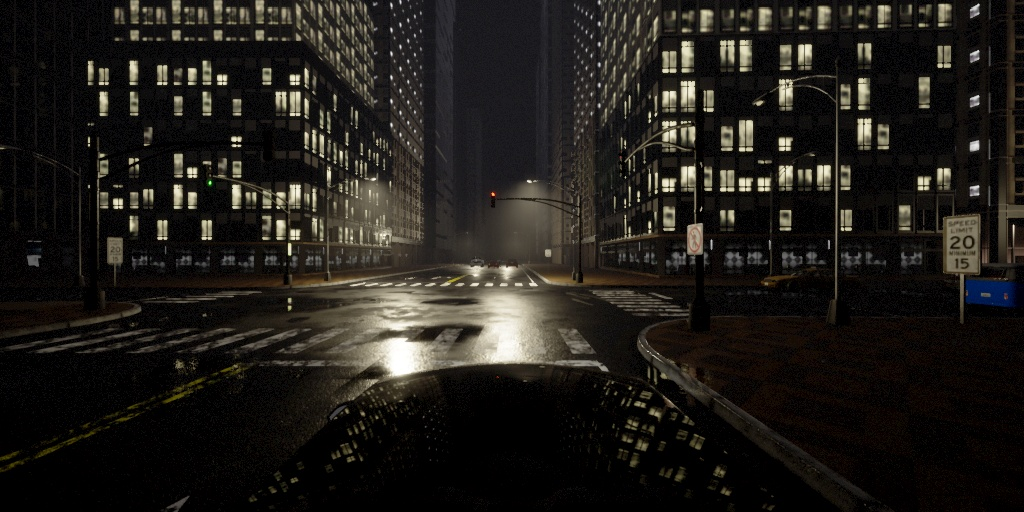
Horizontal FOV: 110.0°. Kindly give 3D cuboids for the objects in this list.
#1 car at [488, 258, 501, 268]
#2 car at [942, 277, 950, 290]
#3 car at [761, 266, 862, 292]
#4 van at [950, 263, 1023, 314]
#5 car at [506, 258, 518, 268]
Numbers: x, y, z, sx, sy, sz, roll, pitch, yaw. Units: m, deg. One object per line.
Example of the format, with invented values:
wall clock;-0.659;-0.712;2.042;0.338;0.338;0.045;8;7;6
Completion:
car;-3.240;1.460;63.220;1.895;1.301;4.718;0;0;0
car;26.925;1.356;20.117;4.207;1.307;1.802;0;0;2
car;17.091;1.293;20.603;4.829;1.417;1.751;0;0;2
van;18.360;1.119;12.431;3.998;1.789;1.690;0;0;2
car;0.011;1.213;63.577;2.097;1.767;4.553;0;0;0
